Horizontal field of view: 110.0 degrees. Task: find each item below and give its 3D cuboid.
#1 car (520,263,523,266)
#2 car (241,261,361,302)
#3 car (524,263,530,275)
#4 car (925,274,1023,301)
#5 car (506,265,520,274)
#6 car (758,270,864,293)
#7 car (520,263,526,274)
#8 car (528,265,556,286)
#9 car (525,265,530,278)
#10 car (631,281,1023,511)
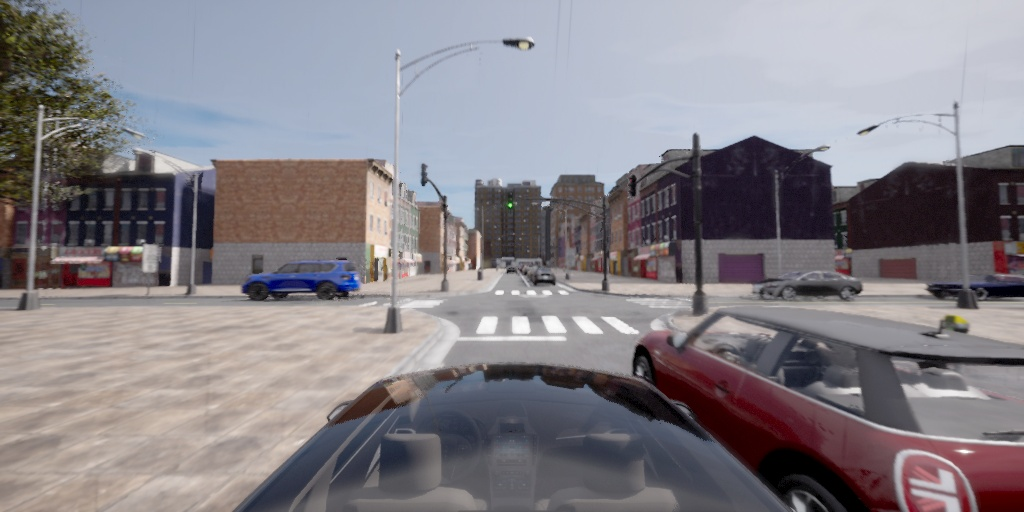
[{"bbox_3d":[2.626,2.228,57.618,1.751,1.417,4.829,0,0,0],"label":"car"},{"bbox_3d":[-10.963,1.284,18.973,5.566,2.045,2.150,0,-3,-4],"label":"car"},{"bbox_3d":[2.630,1.900,41.309,1.751,1.417,4.829,0,0,0],"label":"car"},{"bbox_3d":[24.307,1.592,18.301,4.718,1.301,1.895,0,-3,0],"label":"car"},{"bbox_3d":[-0.011,2.272,60.496,1.837,1.490,4.892,0,-1,0],"label":"car"},{"bbox_3d":[14.986,1.489,18.367,4.902,1.511,2.128,0,-3,0],"label":"car"},{"bbox_3d":[2.627,2.155,52.012,1.948,1.339,4.313,0,0,0],"label":"car"},{"bbox_3d":[2.633,1.743,30.269,1.948,1.339,4.313,0,0,0],"label":"car"},{"bbox_3d":[2.631,1.839,35.704,1.948,1.339,4.313,0,0,0],"label":"car"},{"bbox_3d":[2.639,1.214,3.527,1.967,1.591,4.097,0,0,0],"label":"car"}]
